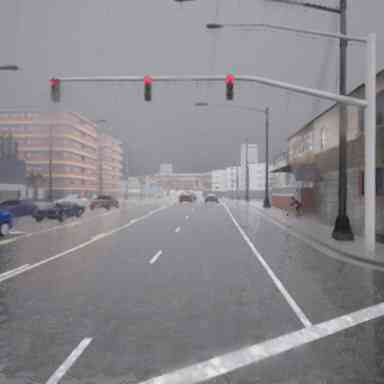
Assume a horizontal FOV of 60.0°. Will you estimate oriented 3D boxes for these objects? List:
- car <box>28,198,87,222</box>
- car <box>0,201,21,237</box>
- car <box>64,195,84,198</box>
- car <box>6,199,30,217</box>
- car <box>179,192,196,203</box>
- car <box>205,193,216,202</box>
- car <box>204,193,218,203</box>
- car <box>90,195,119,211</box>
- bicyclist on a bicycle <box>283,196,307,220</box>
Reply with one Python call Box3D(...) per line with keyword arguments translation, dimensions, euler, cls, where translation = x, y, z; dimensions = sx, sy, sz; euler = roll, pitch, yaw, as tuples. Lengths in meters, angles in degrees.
Box3D(translation=(-9.350, 1.352, 23.764), dimensions=(1.895, 1.301, 4.718), euler=(0, 1, 3), cls="car")
Box3D(translation=(-9.889, 1.376, 14.448), dimensions=(1.882, 1.535, 5.008), euler=(0, 1, 3), cls="car")
Box3D(translation=(-12.232, 1.014, 34.066), dimensions=(1.812, 1.442, 4.674), euler=(0, 1, 3), cls="car")
Box3D(translation=(-12.834, 1.258, 24.125), dimensions=(1.812, 1.442, 4.674), euler=(0, 1, 3), cls="car")
Box3D(translation=(-0.819, 0.802, 48.221), dimensions=(1.882, 1.535, 5.008), euler=(0, 0, 3), cls="car")
Box3D(translation=(3.283, 0.922, 58.490), dimensions=(1.812, 1.442, 4.674), euler=(0, -1, 3), cls="car")
Box3D(translation=(2.771, 0.866, 47.783), dimensions=(1.812, 1.442, 4.674), euler=(0, 0, 3), cls="car")
Box3D(translation=(-8.757, 1.034, 33.717), dimensions=(1.812, 1.442, 4.674), euler=(0, 1, 4), cls="car")
Box3D(translation=(7.126, 1.119, 23.089), dimensions=(1.656, 1.620, 0.582), euler=(0, 1, 3), cls="bicyclist on a bicycle")
